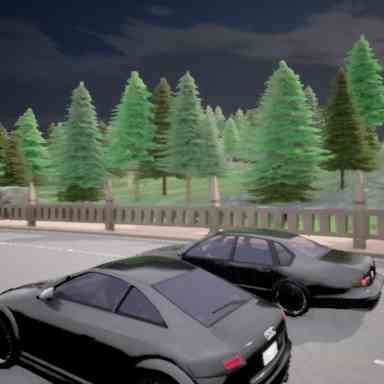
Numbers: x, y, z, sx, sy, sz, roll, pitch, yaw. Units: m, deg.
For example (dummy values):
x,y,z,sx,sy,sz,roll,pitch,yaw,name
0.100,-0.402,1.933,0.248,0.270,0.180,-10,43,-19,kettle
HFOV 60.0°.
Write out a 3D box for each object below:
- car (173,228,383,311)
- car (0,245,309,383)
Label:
x,y,z,sx,sy,sz,roll,pitch,yaw,name
1.110,1.523,7.330,5.357,1.411,2.033,-1,0,34,car
-0.900,1.564,4.387,4.181,1.385,1.994,-1,0,34,car
